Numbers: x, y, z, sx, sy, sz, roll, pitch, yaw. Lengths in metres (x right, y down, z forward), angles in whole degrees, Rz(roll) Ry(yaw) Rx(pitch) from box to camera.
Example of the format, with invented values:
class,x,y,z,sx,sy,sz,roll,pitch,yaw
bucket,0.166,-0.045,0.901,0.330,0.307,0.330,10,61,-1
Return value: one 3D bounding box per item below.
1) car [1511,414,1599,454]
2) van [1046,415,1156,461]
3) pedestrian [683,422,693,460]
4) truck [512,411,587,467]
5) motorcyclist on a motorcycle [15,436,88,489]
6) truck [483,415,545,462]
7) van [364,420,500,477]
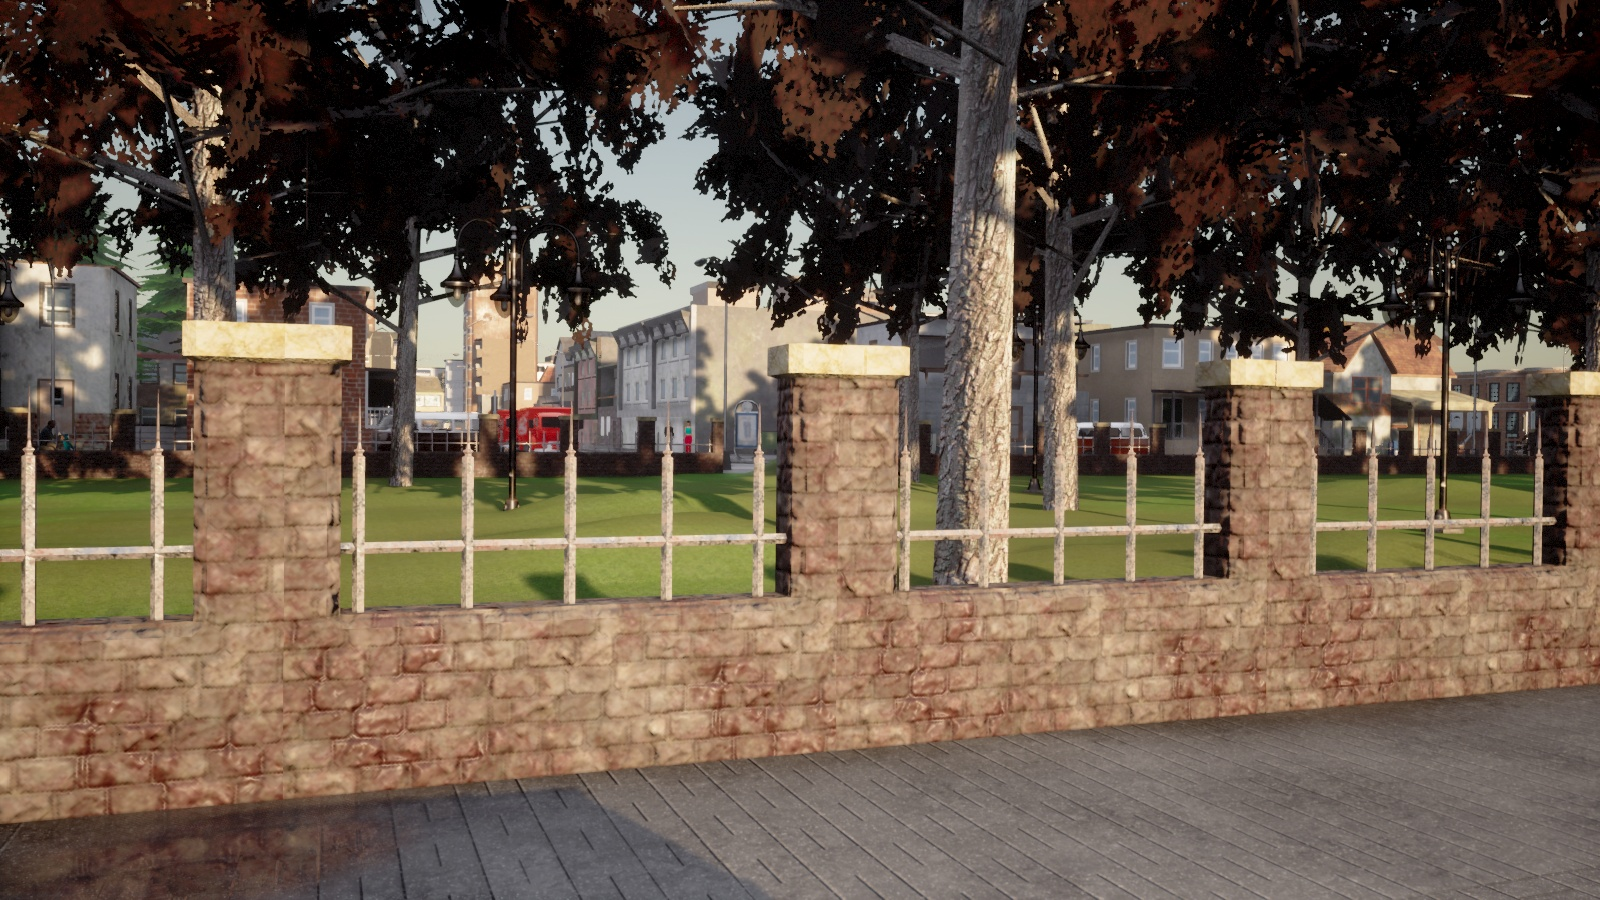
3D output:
class,x,y,z,sx,sy,sz,roll,pitch,yaw
car,37.833,-0.802,62.306,4.605,1.855,1.932,-2,1,-21
van,13.751,-0.559,57.438,4.480,2.038,2.069,-1,1,-21
pedestrian,-5.517,-0.439,61.904,0.345,1.836,0.594,0,1,11
truck,-11.807,-0.513,58.918,2.627,2.467,5.204,-1,1,-21
motorcyclist on a motorcycle,-23.256,0.367,39.053,1.817,1.590,0.866,-1,1,-22
truck,-15.991,-0.654,69.954,2.627,2.467,5.204,-1,1,-21
van,-13.782,-0.096,47.119,4.480,2.038,2.069,-1,2,-31
